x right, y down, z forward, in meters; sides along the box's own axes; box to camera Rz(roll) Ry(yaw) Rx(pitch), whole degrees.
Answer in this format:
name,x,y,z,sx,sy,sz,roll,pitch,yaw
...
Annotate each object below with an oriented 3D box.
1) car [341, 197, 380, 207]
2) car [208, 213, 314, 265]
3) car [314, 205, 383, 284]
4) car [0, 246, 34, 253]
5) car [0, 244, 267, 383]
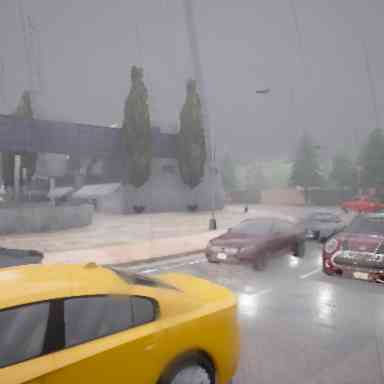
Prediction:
name,x,y,z,sx,sy,sz,roll,pitch,yaw
car,19.657,1.549,38.945,2.150,2.045,5.566,0,-1,-1
car,2.382,1.621,11.452,1.812,1.442,4.674,0,-1,40
car,5.502,1.435,9.758,2.097,1.767,4.553,0,-1,40
car,-4.806,1.532,5.083,4.902,1.511,2.128,0,-1,-36
car,-1.741,1.502,3.023,5.008,1.535,1.882,1,-1,-37
